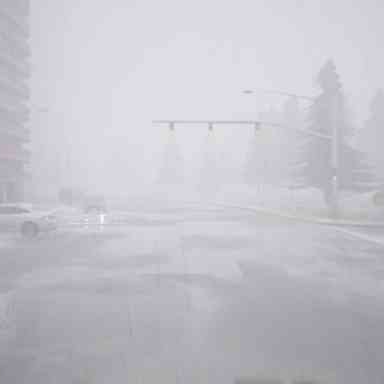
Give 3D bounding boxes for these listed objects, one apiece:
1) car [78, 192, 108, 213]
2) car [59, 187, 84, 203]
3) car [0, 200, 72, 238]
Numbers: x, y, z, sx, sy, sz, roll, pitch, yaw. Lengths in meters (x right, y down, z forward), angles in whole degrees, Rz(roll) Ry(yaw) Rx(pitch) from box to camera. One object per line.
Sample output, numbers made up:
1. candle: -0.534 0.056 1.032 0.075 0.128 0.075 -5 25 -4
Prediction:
1. car: -8.396 1.002 28.966 2.033 1.411 5.357 0 1 -14
2. car: -15.268 0.429 42.598 2.150 2.045 5.566 -1 1 -40
3. car: -8.332 1.243 15.302 4.674 1.442 1.812 0 1 0
